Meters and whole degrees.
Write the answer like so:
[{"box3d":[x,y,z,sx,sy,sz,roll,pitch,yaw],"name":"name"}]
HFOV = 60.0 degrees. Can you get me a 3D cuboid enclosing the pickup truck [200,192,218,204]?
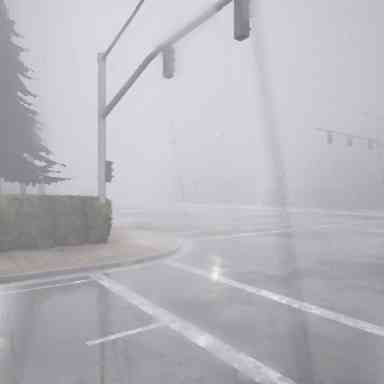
[{"box3d":[2.944,1.046,59.451,2.390,2.098,6.274,0,0,-6],"name":"pickup truck"}]
